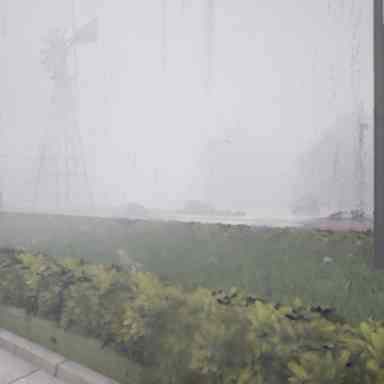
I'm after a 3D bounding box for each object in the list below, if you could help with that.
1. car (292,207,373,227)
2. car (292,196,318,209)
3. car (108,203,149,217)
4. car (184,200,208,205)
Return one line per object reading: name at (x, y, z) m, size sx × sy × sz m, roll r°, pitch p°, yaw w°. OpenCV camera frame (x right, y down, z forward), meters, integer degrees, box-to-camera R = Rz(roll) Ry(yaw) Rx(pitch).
car at (7.188, 1.593, 15.779) m, size 4.181 × 1.385 × 1.994 m, roll -1°, pitch 0°, yaw 36°
car at (11.954, 1.408, 34.829) m, size 1.905 × 1.878 × 3.866 m, roll -1°, pitch 0°, yaw 35°
car at (-5.822, 1.728, 30.898) m, size 1.784 × 1.438 × 3.905 m, roll -1°, pitch 0°, yaw 35°
car at (0.597, 1.724, 42.112) m, size 1.816 × 1.474 × 4.193 m, roll -1°, pitch 0°, yaw 35°
